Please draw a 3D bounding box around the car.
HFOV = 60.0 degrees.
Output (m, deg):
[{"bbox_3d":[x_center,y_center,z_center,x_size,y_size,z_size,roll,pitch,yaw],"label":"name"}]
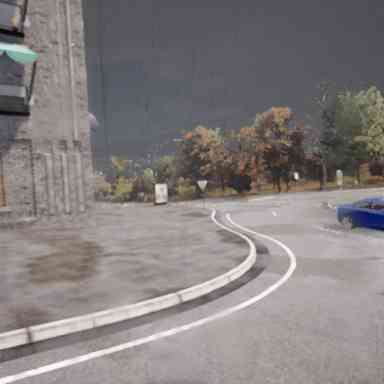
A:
[{"bbox_3d":[8.593,0.987,14.463,1.882,1.535,5.008,-4,3,-18],"label":"car"}]
